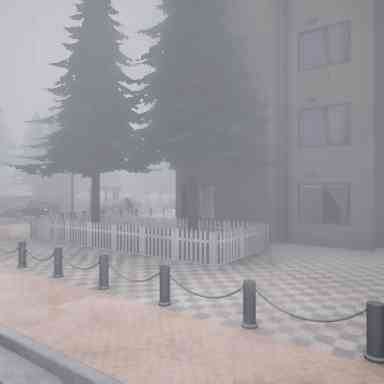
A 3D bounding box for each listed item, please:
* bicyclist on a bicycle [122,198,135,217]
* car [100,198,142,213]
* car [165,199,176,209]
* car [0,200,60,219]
[{"bbox_3d":[-5.345,1.285,27.851,1.656,1.620,0.582,0,0,37],"label":"bicyclist on a bicycle"},{"bbox_3d":[-7.825,1.462,36.946,1.882,1.535,5.008,0,0,37],"label":"car"},{"bbox_3d":[-1.612,1.510,45.076,1.812,1.442,4.674,0,0,37],"label":"car"},{"bbox_3d":[-13.951,1.475,28.893,2.128,1.511,4.902,0,0,37],"label":"car"}]
